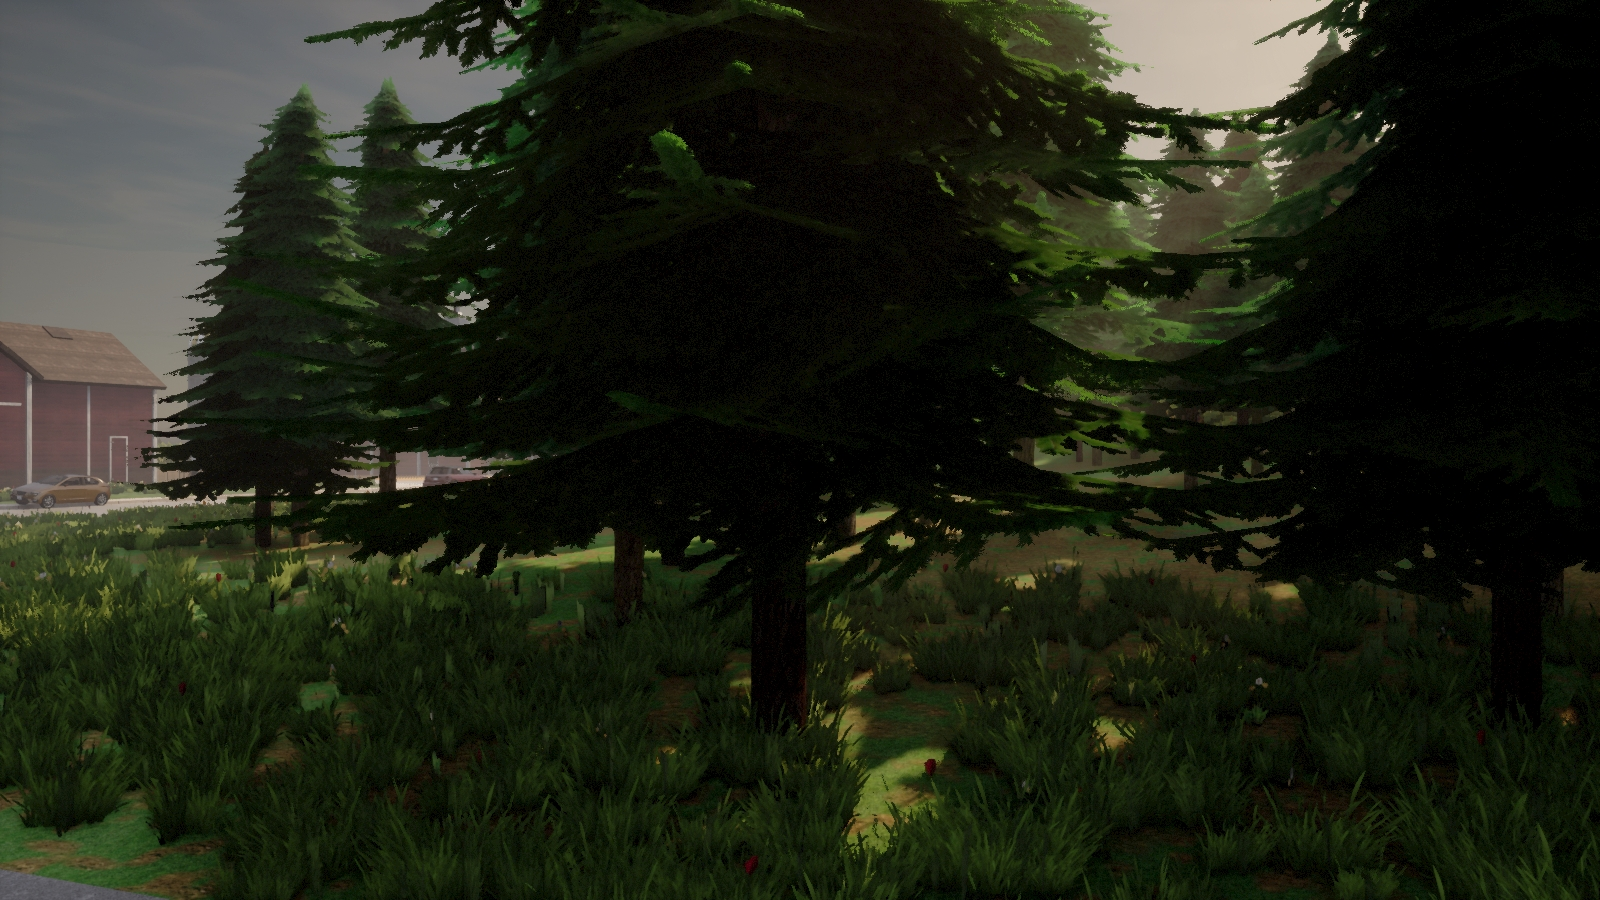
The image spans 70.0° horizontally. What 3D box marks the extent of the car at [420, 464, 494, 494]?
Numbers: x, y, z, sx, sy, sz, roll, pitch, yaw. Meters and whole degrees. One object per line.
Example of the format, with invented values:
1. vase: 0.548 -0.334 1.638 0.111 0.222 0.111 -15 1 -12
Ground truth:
1. car: -21.258 1.766 71.087 2.097 1.767 4.553 0 0 20
